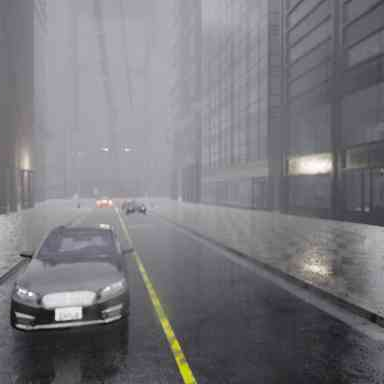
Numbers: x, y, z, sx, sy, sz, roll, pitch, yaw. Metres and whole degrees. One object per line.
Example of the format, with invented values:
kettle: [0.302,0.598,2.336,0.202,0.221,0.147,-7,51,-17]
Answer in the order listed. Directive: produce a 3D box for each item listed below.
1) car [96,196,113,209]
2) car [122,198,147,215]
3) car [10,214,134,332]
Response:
car: [-11.606,1.340,44.202,2.097,1.767,4.553,0,0,-14]
car: [-5.730,1.591,33.400,1.895,1.301,4.718,0,0,-14]
car: [-2.373,1.489,7.172,2.128,1.511,4.902,0,0,-14]
